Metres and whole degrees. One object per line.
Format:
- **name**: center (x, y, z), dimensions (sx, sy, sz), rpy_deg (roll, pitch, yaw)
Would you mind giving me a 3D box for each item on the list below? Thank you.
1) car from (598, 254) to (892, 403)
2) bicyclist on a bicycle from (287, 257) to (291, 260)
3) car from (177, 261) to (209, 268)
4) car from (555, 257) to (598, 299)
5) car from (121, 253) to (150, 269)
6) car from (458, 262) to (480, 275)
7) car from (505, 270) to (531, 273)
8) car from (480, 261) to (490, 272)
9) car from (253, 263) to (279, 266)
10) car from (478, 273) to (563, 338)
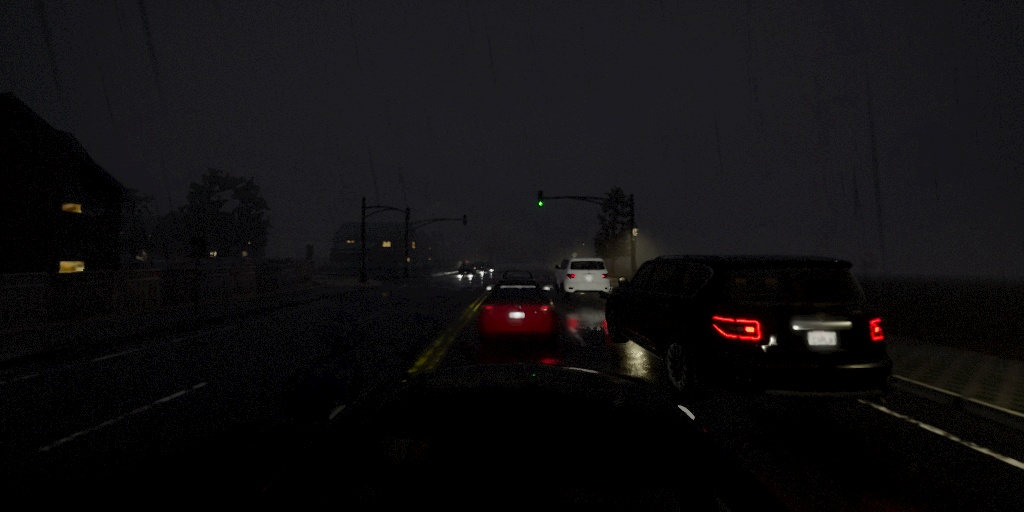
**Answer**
- **car**: center (3.387, 0.999, 6.589), dimensions (2.150, 2.045, 5.566), rpy_deg (0, 0, 0)
- **bicyclist on a bicycle**: center (-24.285, 0.951, 39.089), dimensions (0.582, 1.620, 1.656), rpy_deg (1, -1, 15)
- **car**: center (-30.497, 0.978, 34.722), dimensions (5.357, 1.411, 2.033), rpy_deg (1, -1, 16)
- **car**: center (3.559, 1.069, 19.006), dimensions (2.150, 2.045, 5.566), rpy_deg (0, 0, 1)
- **car**: center (-40.383, 0.786, 37.467), dimensions (4.892, 1.490, 1.837), rpy_deg (1, -1, 16)
- **car**: center (-5.528, 1.564, 44.837), dimensions (2.033, 1.411, 5.357), rpy_deg (0, 0, -1)
- **car**: center (0.328, 1.455, 20.423), dimensions (1.895, 1.301, 4.718), rpy_deg (0, 0, 0)
- **car**: center (-4.960, 1.591, 54.700), dimensions (1.837, 1.490, 4.892), rpy_deg (0, 0, 4)
- **car**: center (-20.951, 1.078, 32.079), dimensions (4.892, 1.490, 1.837), rpy_deg (1, -1, 15)
- **car**: center (0.168, 1.360, 10.374), dimensions (1.994, 1.385, 4.181), rpy_deg (0, 0, 1)
